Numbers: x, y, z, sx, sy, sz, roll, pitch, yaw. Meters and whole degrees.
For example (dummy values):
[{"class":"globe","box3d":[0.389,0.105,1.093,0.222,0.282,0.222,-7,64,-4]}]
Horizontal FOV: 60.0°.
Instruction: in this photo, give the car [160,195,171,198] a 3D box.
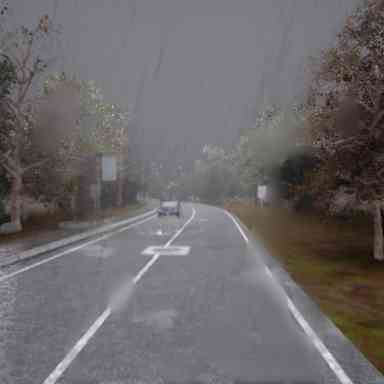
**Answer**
[{"class":"car","box3d":[-5.573,1.383,70.312,2.128,1.511,4.902,1,0,-14]}]

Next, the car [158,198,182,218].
[{"class":"car","box3d":[-1.903,1.521,29.913,1.812,1.442,4.674,0,0,3]}]
